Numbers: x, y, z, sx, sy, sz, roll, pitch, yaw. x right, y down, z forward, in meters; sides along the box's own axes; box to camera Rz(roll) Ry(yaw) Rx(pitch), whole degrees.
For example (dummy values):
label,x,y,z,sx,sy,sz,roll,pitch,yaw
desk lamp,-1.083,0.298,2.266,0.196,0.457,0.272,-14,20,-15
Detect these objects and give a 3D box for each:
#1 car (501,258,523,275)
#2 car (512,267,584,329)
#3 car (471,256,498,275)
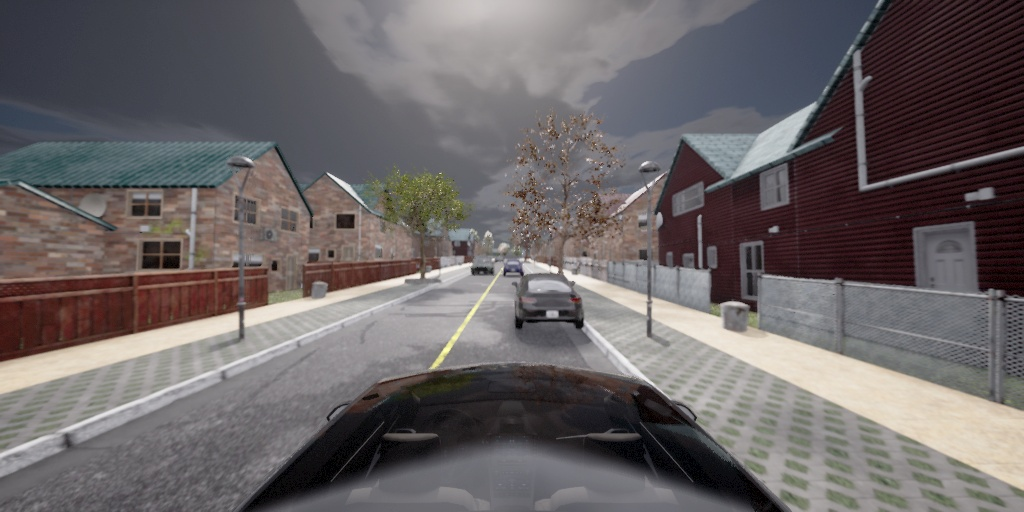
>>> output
label,x,y,z,sx,sy,sz,roll,pitch,yaw
car,0.110,1.079,34.549,1.812,1.442,4.674,0,0,0
car,0.981,1.219,10.934,1.812,1.442,4.674,0,0,0
car,-2.778,0.904,34.847,2.097,1.767,4.553,0,0,0
